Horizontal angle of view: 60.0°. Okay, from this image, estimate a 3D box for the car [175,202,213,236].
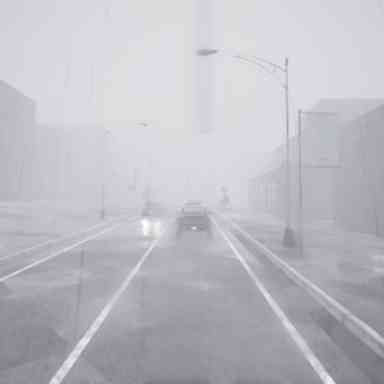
[{"bbox_3d":[0.108,1.520,18.698,1.837,1.490,4.892,0,0,0],"label":"car"}]

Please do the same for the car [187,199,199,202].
[{"bbox_3d":[0.117,1.570,36.768,1.837,1.490,4.892,0,0,0],"label":"car"}]

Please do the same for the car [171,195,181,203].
[{"bbox_3d":[-3.473,1.541,72.940,2.097,1.767,4.553,0,0,0],"label":"car"}]

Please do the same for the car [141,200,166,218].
[{"bbox_3d":[-3.485,1.537,30.577,2.128,1.511,4.902,0,0,0],"label":"car"}]
